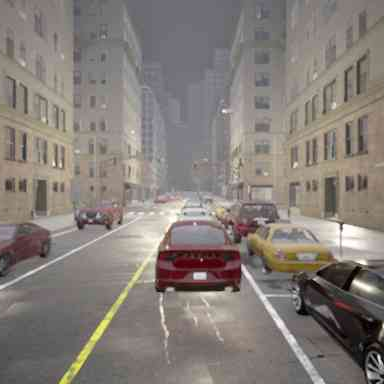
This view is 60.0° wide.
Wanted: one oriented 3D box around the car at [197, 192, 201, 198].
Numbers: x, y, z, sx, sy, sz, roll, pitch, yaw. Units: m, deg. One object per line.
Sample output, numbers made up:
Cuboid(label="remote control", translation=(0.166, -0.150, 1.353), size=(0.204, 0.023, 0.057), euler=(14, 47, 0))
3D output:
Cuboid(label="car", translation=(2.859, 1.313, 80.653), size=(1.802, 1.307, 4.206), euler=(1, 0, 0))

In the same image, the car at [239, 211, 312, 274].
Cuboid(label="car", translation=(2.777, 1.528, 10.363), size=(1.752, 1.417, 4.829), euler=(0, 0, 0))

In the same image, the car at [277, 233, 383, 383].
Cuboid(label="car", translation=(2.770, 1.570, 4.642), size=(1.947, 1.339, 4.313), euler=(0, 0, 0))

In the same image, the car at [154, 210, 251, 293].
Cuboid(label="car", translation=(0.098, 1.481, 8.931), size=(1.882, 1.535, 5.008), euler=(0, 0, -1))

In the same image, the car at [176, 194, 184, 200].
Cuboid(label="car", translation=(-2.908, 1.211, 83.403), size=(1.837, 1.490, 4.892), euler=(0, 0, 0))

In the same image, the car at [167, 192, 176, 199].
Cuboid(label="car", translation=(-5.651, 0.970, 91.512), size=(2.192, 1.841, 5.009), euler=(1, 0, 0))

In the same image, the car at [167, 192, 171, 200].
Cuboid(label="car", translation=(-5.684, 1.274, 64.398), size=(1.967, 1.590, 4.097), euler=(1, 0, 0))

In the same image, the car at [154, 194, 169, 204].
Cuboid(label="car", translation=(-5.692, 1.407, 58.974), size=(1.887, 1.381, 4.507), euler=(0, 0, 0))

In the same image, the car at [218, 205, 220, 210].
Cuboid(label="car", translation=(2.790, 1.575, 21.298), size=(1.802, 1.307, 4.206), euler=(0, 0, 0))

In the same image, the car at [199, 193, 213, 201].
Cuboid(label="car", translation=(2.834, 1.413, 58.957), size=(2.008, 1.369, 4.403), euler=(0, 0, 0))

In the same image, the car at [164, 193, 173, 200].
Cuboid(label="car", translation=(-5.665, 1.171, 80.667), size=(1.967, 1.590, 4.097), euler=(1, 0, 0))

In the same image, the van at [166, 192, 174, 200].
Cuboid(label="van", translation=(-5.658, 1.034, 86.089), size=(1.690, 1.788, 3.998), euler=(1, 0, 0))

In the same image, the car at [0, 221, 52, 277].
Cuboid(label="car", translation=(-5.749, 1.585, 10.210), size=(1.802, 1.307, 4.206), euler=(0, 0, 0))

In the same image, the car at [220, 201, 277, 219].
Cuboid(label="car", translation=(2.784, 1.315, 15.748), size=(2.192, 1.841, 5.009), euler=(0, 0, 0))

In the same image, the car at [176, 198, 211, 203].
Cuboid(label="car", translation=(0.102, 1.475, 26.350), size=(2.128, 1.511, 4.902), euler=(0, 0, 0))

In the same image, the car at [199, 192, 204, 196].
Cuboid(label="car", translation=(2.847, 1.326, 69.973), size=(1.752, 1.417, 4.829), euler=(1, 0, 0))

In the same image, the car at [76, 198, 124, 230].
Cuboid(label="car", translation=(-5.735, 1.308, 21.316), size=(2.192, 1.841, 5.009), euler=(0, 0, 0))

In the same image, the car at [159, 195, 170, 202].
Cuboid(label="car", translation=(-5.679, 1.346, 69.821), size=(1.887, 1.381, 4.507), euler=(1, 0, 0))

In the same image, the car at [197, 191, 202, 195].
Cuboid(label="car", translation=(2.873, 1.095, 91.497), size=(1.967, 1.590, 4.097), euler=(1, 0, 0))

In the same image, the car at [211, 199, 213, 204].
Cuboid(label="car", translation=(2.796, 1.507, 27.023), size=(1.752, 1.417, 4.829), euler=(0, 0, 0))

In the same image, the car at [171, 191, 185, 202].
Cuboid(label="car", translation=(-2.933, 1.167, 67.971), size=(2.097, 1.767, 4.553), euler=(0, 0, 0))

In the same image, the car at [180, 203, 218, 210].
Cuboid(label="car", translation=(0.117, 1.524, 17.208), size=(1.812, 1.442, 4.674), euler=(0, 0, 0))
